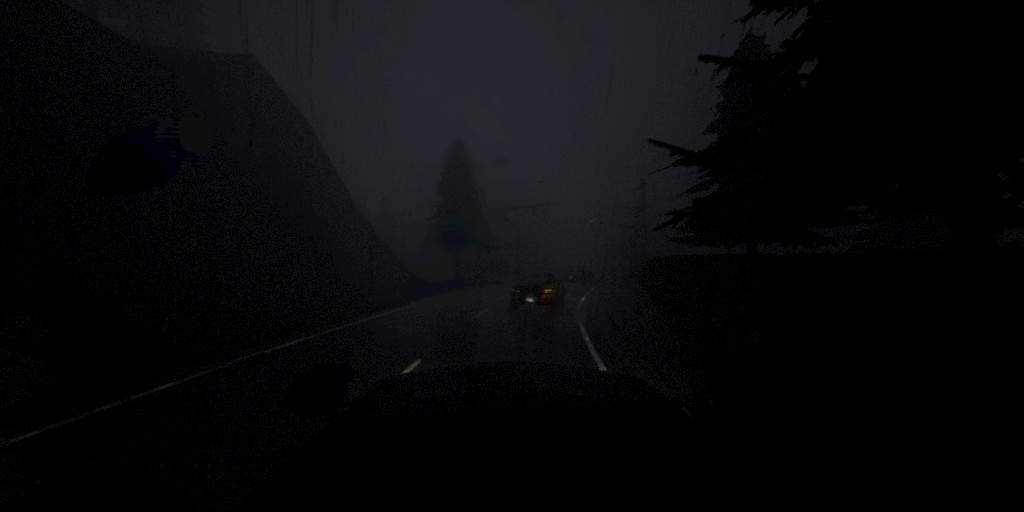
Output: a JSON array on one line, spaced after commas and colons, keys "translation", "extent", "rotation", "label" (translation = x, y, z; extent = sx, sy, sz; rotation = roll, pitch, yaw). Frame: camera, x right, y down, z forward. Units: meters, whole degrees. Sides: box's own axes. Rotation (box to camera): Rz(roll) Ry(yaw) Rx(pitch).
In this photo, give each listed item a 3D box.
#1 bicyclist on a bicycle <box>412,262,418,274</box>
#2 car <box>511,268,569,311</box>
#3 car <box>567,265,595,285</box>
[{"translation": [-12.672, 1.658, 46.881], "extent": [0.582, 1.620, 1.656], "rotation": [0, 0, 15], "label": "bicyclist on a bicycle"}, {"translation": [1.209, 1.411, 15.167], "extent": [1.812, 1.442, 4.674], "rotation": [0, 0, 13], "label": "car"}, {"translation": [5.455, 1.508, 29.544], "extent": [1.882, 1.535, 5.008], "rotation": [-1, -1, 23], "label": "car"}]
